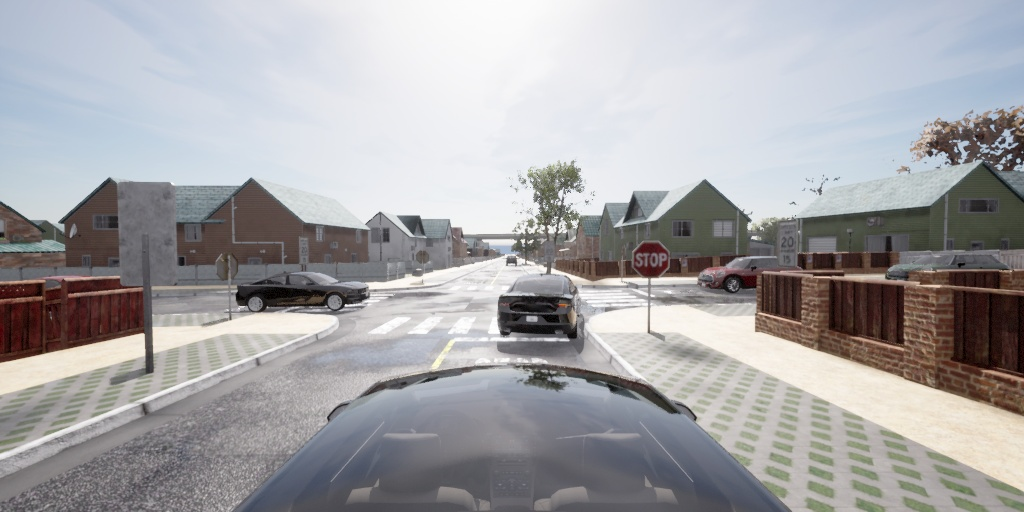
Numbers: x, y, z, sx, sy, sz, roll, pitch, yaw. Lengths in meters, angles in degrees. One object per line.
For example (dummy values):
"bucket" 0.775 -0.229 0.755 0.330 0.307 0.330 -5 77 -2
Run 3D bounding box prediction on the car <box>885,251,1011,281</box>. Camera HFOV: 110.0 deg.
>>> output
"car" 21.683 0.645 17.955 4.553 1.767 2.097 -1 2 0

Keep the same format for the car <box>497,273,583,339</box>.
"car" 0.948 1.224 10.251 1.882 1.535 5.008 0 0 12

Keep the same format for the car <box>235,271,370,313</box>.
"car" -8.483 1.376 14.767 5.008 1.535 1.882 -1 2 0

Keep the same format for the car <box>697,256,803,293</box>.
"car" 11.788 0.820 17.872 4.553 1.767 2.097 -1 2 0

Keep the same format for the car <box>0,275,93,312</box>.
"car" -18.036 1.546 14.694 5.008 1.535 1.882 -1 2 0
